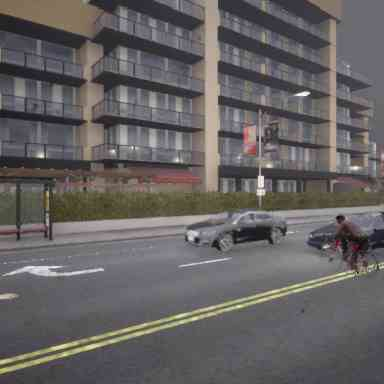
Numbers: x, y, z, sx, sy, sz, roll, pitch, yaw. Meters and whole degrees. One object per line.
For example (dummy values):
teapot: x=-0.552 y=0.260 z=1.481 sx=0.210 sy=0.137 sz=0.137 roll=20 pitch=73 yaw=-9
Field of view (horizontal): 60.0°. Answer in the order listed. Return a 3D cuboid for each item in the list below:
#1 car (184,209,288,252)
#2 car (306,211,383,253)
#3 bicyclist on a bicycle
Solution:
car: x=1.952 y=1.492 z=13.990 sx=4.902 sy=1.511 sz=2.128 roll=0 pitch=0 yaw=-36
car: x=6.863 y=1.547 z=13.193 sx=5.357 sy=1.411 sz=2.033 roll=0 pitch=0 yaw=-36
bicyclist on a bicycle: x=4.248 y=1.455 z=9.118 sx=0.582 sy=1.620 sz=1.656 roll=0 pitch=-2 yaw=-36
